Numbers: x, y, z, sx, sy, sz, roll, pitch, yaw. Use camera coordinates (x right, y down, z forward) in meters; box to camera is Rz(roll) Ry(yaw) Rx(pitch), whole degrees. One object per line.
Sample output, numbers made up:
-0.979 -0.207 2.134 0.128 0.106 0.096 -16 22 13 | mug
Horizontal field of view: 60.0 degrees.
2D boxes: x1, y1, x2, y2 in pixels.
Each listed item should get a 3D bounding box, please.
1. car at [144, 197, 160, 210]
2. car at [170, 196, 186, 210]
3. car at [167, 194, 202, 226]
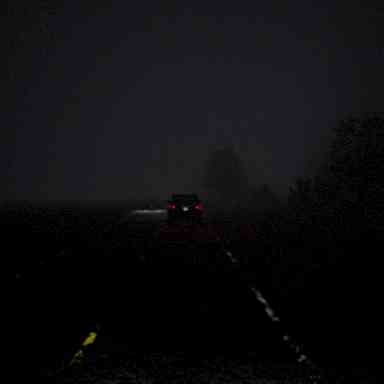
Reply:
-4.764 1.367 39.804 1.812 1.442 4.674 0 0 -5 | car
-1.761 1.341 40.849 1.837 1.490 4.892 0 1 -5 | car
-0.521 1.127 22.700 2.150 2.045 5.566 0 0 -3 | car
